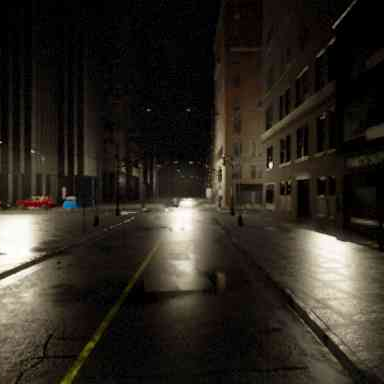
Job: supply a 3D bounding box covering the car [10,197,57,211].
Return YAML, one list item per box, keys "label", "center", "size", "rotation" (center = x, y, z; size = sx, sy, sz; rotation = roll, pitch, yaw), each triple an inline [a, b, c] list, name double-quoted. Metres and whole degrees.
- label: "car"
  center: [-20.370, 1.541, 43.517]
  size: [5.009, 1.841, 2.192]
  rotation: [0, 0, -1]

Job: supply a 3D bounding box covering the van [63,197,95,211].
- label: "van"
  center: [-14.729, 1.569, 43.603]
  size: [3.998, 1.788, 1.690]
  rotation: [0, 0, -1]

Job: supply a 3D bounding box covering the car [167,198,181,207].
- label: "car"
  center: [-3.004, 1.813, 57.130]
  size: [2.033, 1.411, 5.357]
  rotation: [0, 0, 0]

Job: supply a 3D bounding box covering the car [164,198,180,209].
- label: "car"
  center: [-3.004, 1.780, 49.162]
  size: [2.033, 1.411, 5.357]
  rotation: [0, 0, 0]

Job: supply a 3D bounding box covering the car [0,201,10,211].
- label: "car"
  center: [-26.010, 1.788, 43.429]
  size: [4.313, 1.339, 1.947]
  rotation: [0, 0, -1]
